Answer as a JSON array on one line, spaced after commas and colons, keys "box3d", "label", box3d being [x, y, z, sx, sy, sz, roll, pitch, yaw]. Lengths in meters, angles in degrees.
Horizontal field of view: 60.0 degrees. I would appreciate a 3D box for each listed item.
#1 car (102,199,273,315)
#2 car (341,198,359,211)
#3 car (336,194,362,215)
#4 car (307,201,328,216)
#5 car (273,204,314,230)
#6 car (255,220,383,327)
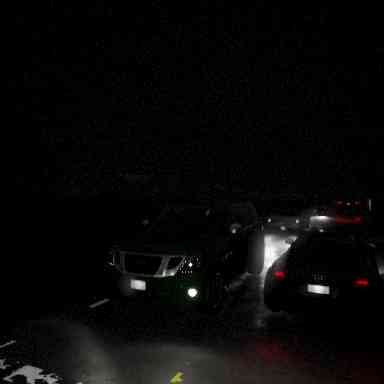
[{"box3d": [0.256, 1.230, 8.165, 2.150, 2.045, 5.566, 0, 0, 25], "label": "car"}, {"box3d": [20.731, 1.576, 43.684, 2.033, 1.411, 5.357, 0, 0, 26], "label": "car"}, {"box3d": [16.067, 1.239, 34.028, 2.150, 2.045, 5.566, 0, 0, 26], "label": "car"}, {"box3d": [12.311, 1.585, 32.861, 1.994, 1.385, 4.181, 0, 0, 26], "label": "car"}, {"box3d": [5.762, 1.610, 19.514, 1.895, 1.301, 4.718, 0, 0, 26], "label": "car"}, {"box3d": [2.951, 1.563, 7.254, 1.994, 1.385, 4.181, 0, 0, 26], "label": "car"}]
